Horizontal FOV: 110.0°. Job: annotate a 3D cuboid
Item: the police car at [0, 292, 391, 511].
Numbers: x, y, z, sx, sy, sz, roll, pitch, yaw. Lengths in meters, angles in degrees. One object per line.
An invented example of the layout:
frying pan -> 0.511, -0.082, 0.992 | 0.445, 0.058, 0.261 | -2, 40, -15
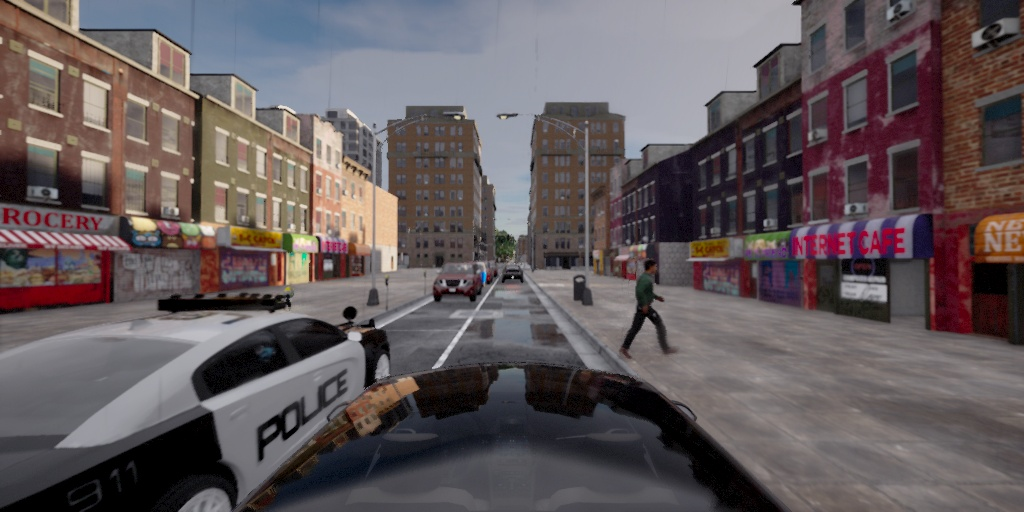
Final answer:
police car -> -2.750, 1.192, 3.585 | 1.930, 1.638, 5.238 | 0, 0, 0

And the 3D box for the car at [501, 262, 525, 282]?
car -> 0.070, 1.554, 32.693 | 1.837, 1.490, 4.892 | 0, 0, 0

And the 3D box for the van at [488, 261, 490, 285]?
van -> -2.651, 1.298, 23.991 | 1.690, 1.789, 3.998 | 0, 0, 0

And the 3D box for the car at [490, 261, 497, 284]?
car -> -2.655, 1.330, 29.604 | 2.192, 1.841, 5.009 | 0, 0, 0

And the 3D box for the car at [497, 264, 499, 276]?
car -> -2.662, 1.450, 40.831 | 2.192, 1.841, 5.009 | 0, 0, 0

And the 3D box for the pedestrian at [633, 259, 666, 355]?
pedestrian -> 2.520, 0.934, 6.603 | 0.375, 1.860, 0.375 | 0, -1, 0

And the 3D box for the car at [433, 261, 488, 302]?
car -> -2.647, 1.217, 18.378 | 2.192, 1.841, 5.009 | 0, 0, 0
